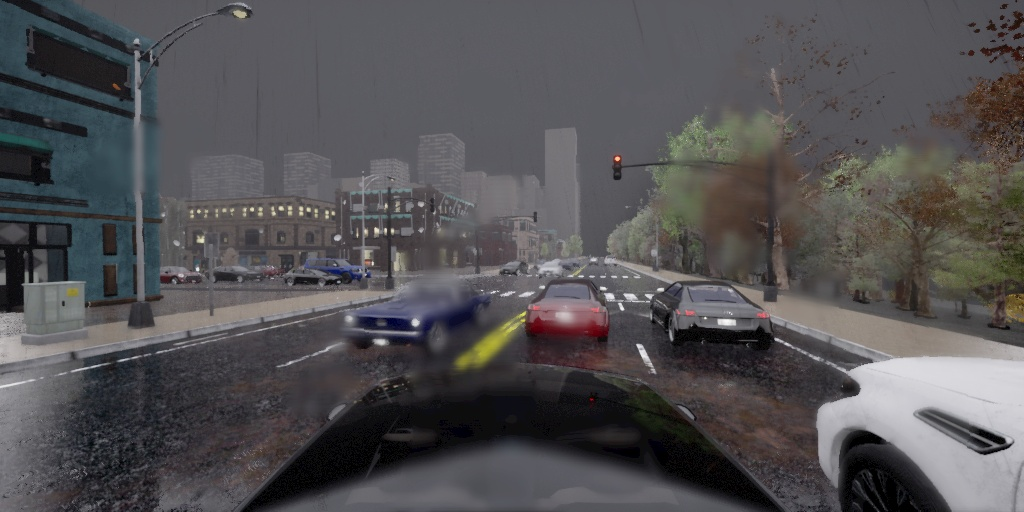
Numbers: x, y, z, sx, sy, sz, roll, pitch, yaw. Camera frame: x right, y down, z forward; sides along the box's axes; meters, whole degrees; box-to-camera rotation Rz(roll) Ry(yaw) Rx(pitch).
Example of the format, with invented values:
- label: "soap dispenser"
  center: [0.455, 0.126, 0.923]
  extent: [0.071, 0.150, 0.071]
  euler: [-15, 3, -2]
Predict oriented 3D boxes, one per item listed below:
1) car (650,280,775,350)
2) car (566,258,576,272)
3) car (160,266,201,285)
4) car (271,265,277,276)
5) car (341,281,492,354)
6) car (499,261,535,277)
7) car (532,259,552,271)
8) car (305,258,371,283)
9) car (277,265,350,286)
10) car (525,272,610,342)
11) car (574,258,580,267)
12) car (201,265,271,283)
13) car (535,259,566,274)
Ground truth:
- label: "car"
  center: [4.810, 1.312, 9.214]
  extent: [1.994, 1.385, 4.181]
  euler: [0, 0, 13]
- label: "car"
  center: [6.873, 1.335, 46.545]
  extent: [1.895, 1.301, 4.718]
  euler: [0, 0, 13]
- label: "car"
  center: [-28.318, 1.597, 30.210]
  extent: [4.097, 1.591, 1.967]
  euler: [0, 0, 13]
- label: "car"
  center: [-26.199, 1.690, 35.645]
  extent: [4.718, 1.301, 1.895]
  euler: [-1, 0, 14]
- label: "car"
  center: [-2.017, 1.350, 9.051]
  extent: [1.895, 1.301, 4.718]
  euler: [0, 0, 13]
- label: "car"
  center: [0.365, 1.246, 35.948]
  extent: [1.837, 1.490, 4.892]
  euler: [1, 0, 22]
- label: "car"
  center: [4.226, 1.225, 49.461]
  extent: [2.128, 1.511, 4.902]
  euler: [0, 0, 13]
- label: "car"
  center: [-14.507, 1.195, 29.574]
  extent: [5.566, 2.045, 2.150]
  euler: [-1, 0, 14]
- label: "car"
  center: [-14.848, 1.564, 26.873]
  extent: [4.313, 1.339, 1.948]
  euler: [0, 0, 13]
- label: "car"
  center: [1.643, 1.312, 9.951]
  extent: [1.994, 1.385, 4.181]
  euler: [0, 0, 13]
- label: "car"
  center: [10.789, 1.077, 62.900]
  extent: [2.097, 1.767, 4.553]
  euler: [0, 0, 14]
- label: "car"
  center: [-24.588, 1.572, 31.979]
  extent: [5.008, 1.535, 1.882]
  euler: [-1, 0, 13]
- label: "car"
  center: [3.583, 1.266, 32.667]
  extent: [1.812, 1.442, 4.674]
  euler: [0, 0, 13]
